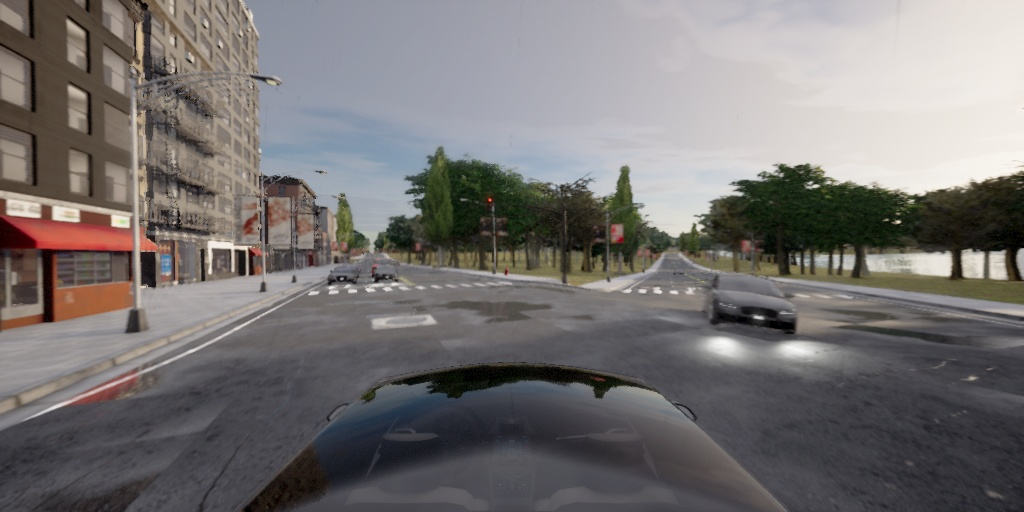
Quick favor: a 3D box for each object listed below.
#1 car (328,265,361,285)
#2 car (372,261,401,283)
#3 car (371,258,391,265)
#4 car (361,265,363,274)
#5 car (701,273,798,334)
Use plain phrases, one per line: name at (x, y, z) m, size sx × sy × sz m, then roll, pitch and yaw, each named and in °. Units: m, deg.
car at (-13.600, 1.548, 29.013) m, size 1.994 × 1.385 × 4.181 m, roll -1°, pitch 0°, yaw -21°
car at (-10.794, 1.447, 30.768) m, size 1.837 × 1.490 × 4.892 m, roll -1°, pitch 0°, yaw -21°
car at (-14.287, 1.265, 39.666) m, size 2.150 × 2.045 × 5.566 m, roll -1°, pitch 0°, yaw -21°
car at (-17.270, 1.689, 38.360) m, size 1.895 × 1.301 × 4.718 m, roll -1°, pitch 0°, yaw -21°
car at (6.858, 1.296, 10.727) m, size 1.837 × 1.490 × 4.892 m, roll 5°, pitch 0°, yaw 24°
